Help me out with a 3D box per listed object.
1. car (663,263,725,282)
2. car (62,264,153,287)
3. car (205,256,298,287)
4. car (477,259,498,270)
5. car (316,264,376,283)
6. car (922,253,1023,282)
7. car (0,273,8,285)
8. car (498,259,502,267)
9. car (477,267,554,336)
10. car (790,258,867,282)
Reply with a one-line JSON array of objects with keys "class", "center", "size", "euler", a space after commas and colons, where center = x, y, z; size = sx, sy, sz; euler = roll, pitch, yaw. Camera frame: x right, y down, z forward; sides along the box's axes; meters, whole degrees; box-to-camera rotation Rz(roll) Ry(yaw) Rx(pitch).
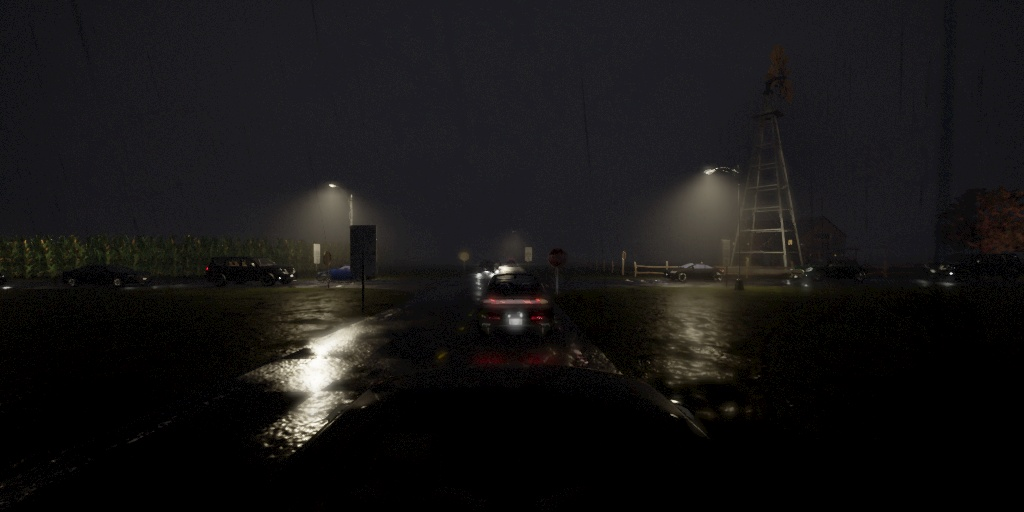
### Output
[{"class": "car", "center": [13.921, 1.229, 27.542], "size": [4.181, 1.385, 1.994], "euler": [0, 1, 2]}, {"class": "car", "center": [-28.189, 1.332, 25.066], "size": [5.008, 1.535, 1.882], "euler": [0, 1, 0]}, {"class": "car", "center": [-18.154, 1.039, 25.060], "size": [5.566, 2.045, 2.150], "euler": [0, 1, 0]}, {"class": "car", "center": [-2.928, 1.228, 41.848], "size": [1.837, 1.490, 4.892], "euler": [0, 0, 0]}, {"class": "car", "center": [-12.925, 1.321, 28.104], "size": [4.181, 1.385, 1.994], "euler": [0, 1, -3]}, {"class": "car", "center": [34.510, 0.812, 26.883], "size": [5.566, 2.045, 2.150], "euler": [0, 1, 3]}, {"class": "car", "center": [-38.429, 1.419, 25.017], "size": [4.674, 1.442, 1.812], "euler": [0, 1, -1]}, {"class": "car", "center": [-2.945, 1.307, 54.939], "size": [1.895, 1.301, 4.718], "euler": [0, 0, 0]}, {"class": "car", "center": [0.095, 1.239, 10.340], "size": [2.128, 1.511, 4.902], "euler": [0, 0, 0]}, {"class": "car", "center": [23.901, 0.983, 27.262], "size": [4.553, 1.767, 2.097], "euler": [0, 1, 2]}]
